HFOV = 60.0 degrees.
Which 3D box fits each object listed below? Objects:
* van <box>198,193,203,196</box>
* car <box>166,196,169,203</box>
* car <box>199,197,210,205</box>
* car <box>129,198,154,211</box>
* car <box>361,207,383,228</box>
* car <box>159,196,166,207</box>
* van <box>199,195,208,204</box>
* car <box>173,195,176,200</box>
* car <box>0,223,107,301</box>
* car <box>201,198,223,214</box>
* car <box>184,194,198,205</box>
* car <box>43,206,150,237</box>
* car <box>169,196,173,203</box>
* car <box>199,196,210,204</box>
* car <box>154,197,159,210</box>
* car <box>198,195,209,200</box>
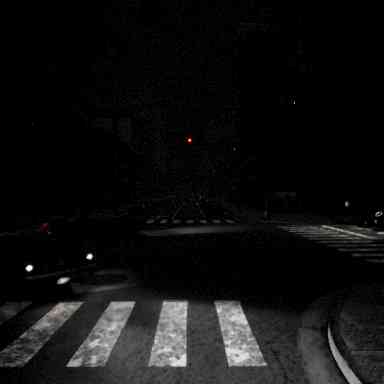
[{"bbox_3d":[2.366,1.424,58.134,1.690,1.788,3.998,0,0,0],"label":"van"},{"bbox_3d":[-5.658,1.634,58.143,2.008,1.369,4.403,0,0,0],"label":"car"},{"bbox_3d":[2.373,1.647,63.644,2.008,1.369,4.403,0,0,0],"label":"car"},{"bbox_3d":[-5.687,1.480,36.101,1.967,1.590,4.097,0,0,0],"label":"car"},{"bbox_3d":[13.001,1.304,20.607,4.553,1.767,2.097,0,0,0],"label":"car"},{"bbox_3d":[-5.665,1.653,52.633,1.802,1.307,4.206,0,0,0],"label":"car"},{"bbox_3d":[2.380,1.453,69.155,1.690,1.788,3.998,0,0,0],"label":"van"},{"bbox_3d":[-5.630,1.694,80.186,2.008,1.369,4.403,0,0,0],"label":"car"},{"bbox_3d":[-4.536,1.601,8.432,4.718,1.301,1.895,0,0,36],"label":"car"},{"bbox_3d":[2.338,1.606,36.090,1.947,1.339,4.313,0,0,0],"label":"car"},{"bbox_3d":[-0.163,1.601,63.265,1.837,1.490,4.892,0,0,0],"label":"car"},{"bbox_3d":[-4.796,1.614,16.677,4.718,1.301,1.895,0,0,-34],"label":"car"},{"bbox_3d":[-5.645,1.552,69.165,1.967,1.590,4.097,0,0,0],"label":"car"},{"bbox_3d":[2.352,1.641,47.112,1.802,1.307,4.206,0,0,0],"label":"car"},{"bbox_3d":[-5.679,1.489,41.612,1.967,1.590,4.097,0,0,0],"label":"car"},{"bbox_3d":[2.359,1.637,52.623,1.947,1.339,4.313,0,0,0],"label":"car"}]
